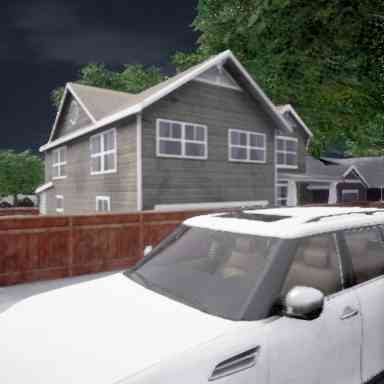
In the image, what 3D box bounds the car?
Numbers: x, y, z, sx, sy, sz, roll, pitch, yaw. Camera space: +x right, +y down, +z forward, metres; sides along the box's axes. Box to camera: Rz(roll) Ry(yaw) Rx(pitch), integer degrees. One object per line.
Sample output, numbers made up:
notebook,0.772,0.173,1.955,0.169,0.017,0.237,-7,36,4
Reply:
car,0.786,1.228,3.683,5.566,2.045,2.150,0,0,-36
